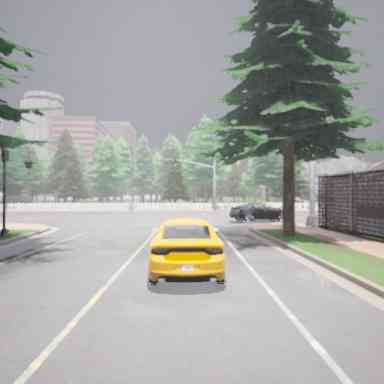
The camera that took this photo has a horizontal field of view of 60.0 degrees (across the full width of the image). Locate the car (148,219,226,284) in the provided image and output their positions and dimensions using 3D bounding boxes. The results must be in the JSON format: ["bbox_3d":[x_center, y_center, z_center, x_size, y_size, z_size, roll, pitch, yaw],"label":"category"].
[{"bbox_3d":[-0.185,1.514,9.787,1.882,1.535,5.008,0,0,-2],"label":"car"}]

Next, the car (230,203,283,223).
[{"bbox_3d":[5.439,1.627,26.411,4.902,1.511,2.128,0,-1,-15],"label":"car"}]
